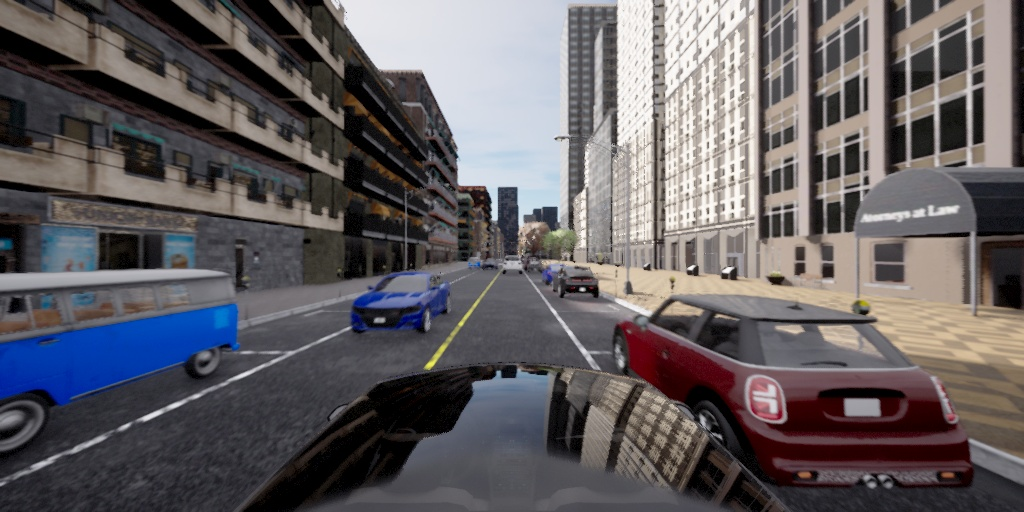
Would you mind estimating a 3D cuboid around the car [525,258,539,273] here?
[{"bbox_3d":[2.694,1.307,43.358,2.007,1.370,4.403,0,0,0],"label":"car"}]

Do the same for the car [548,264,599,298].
[{"bbox_3d":[3.147,1.252,18.436,1.837,1.490,4.892,0,0,0],"label":"car"}]

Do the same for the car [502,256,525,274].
[{"bbox_3d":[0.067,0.979,41.811,2.150,2.045,5.566,0,0,0],"label":"car"}]

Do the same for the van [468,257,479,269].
[{"bbox_3d":[-5.686,1.104,54.404,1.690,1.789,3.998,0,0,0],"label":"van"}]

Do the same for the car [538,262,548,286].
[{"bbox_3d":[3.150,1.275,25.436,1.812,1.442,4.674,0,0,0],"label":"car"}]

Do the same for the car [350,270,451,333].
[{"bbox_3d":[-3.100,1.225,10.901,1.882,1.535,5.008,0,0,0],"label":"car"}]

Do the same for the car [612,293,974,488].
[{"bbox_3d":[2.692,1.189,4.698,1.967,1.591,4.097,0,0,0],"label":"car"}]

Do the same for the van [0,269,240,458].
[{"bbox_3d":[-5.689,1.090,4.700,1.690,1.789,3.998,0,0,0],"label":"van"}]

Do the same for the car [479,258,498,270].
[{"bbox_3d":[-3.068,1.114,51.516,2.097,1.767,4.553,0,0,0],"label":"car"}]
